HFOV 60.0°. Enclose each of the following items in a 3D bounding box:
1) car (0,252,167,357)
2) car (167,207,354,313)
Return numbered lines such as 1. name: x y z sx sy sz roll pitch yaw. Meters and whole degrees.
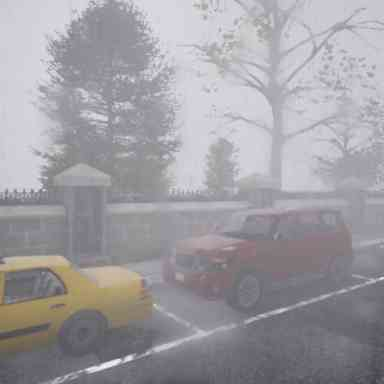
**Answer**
1. car: -2.906 1.525 4.482 4.829 1.417 1.752 0 0 -36
2. car: 1.815 1.312 7.851 5.009 1.841 2.192 0 0 -36
